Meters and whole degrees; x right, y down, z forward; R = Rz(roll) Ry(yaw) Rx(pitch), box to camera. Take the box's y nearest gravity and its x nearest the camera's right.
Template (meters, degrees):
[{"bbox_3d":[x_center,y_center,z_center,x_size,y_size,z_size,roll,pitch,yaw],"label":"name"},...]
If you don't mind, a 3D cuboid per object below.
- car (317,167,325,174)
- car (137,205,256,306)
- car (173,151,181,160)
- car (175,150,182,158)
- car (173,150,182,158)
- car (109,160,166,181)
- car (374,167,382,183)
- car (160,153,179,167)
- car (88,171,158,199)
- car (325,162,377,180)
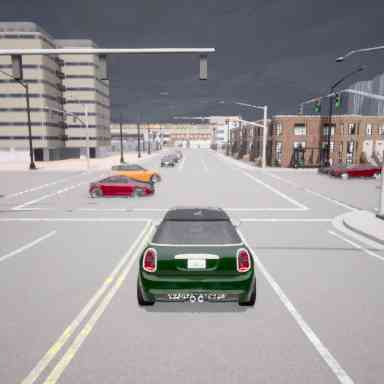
[{"bbox_3d":[16.396,-2.511,35.759,5.357,1.411,2.033,0,8,0],"label":"car"},{"bbox_3d":[0.092,1.075,7.660,2.097,1.767,4.553,0,4,0],"label":"car"},{"bbox_3d":[-3.458,-5.923,58.196,1.882,1.535,5.008,0,9,0],"label":"car"},{"bbox_3d":[-3.370,-7.262,67.490,1.812,1.442,4.674,0,8,1],"label":"car"},{"bbox_3d":[-3.337,-8.934,77.540,2.097,1.767,4.553,0,8,0],"label":"car"},{"bbox_3d":[-4.921,-1.581,28.251,4.553,1.767,2.097,-6,10,-35],"label":"car"},{"bbox_3d":[16.846,-0.952,25.165,4.674,1.442,1.812,0,8,0],"label":"car"},{"bbox_3d":[-3.510,-4.516,48.858,2.128,1.511,4.902,0,8,1],"label":"car"},{"bbox_3d":[-4.587,-0.407,21.823,4.181,1.385,1.994,0,8,0],"label":"car"},{"bbox_3d":[16.049,-2.062,32.281,5.008,1.535,1.882,0,8,0],"label":"car"}]
